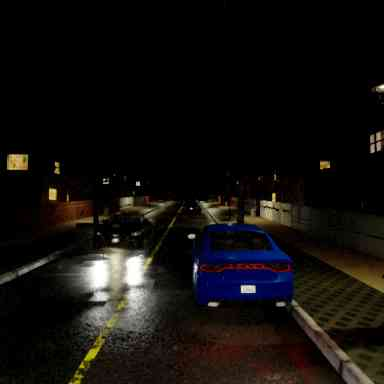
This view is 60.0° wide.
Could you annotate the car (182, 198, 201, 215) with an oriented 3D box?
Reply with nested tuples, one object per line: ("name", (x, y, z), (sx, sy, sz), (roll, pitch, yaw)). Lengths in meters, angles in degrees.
("car", (-0.041, 1.609, 34.765), (1.994, 1.385, 4.181), (0, 0, 1))

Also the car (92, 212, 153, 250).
("car", (-2.793, 1.579, 14.155), (1.994, 1.385, 4.181), (0, 0, 0))

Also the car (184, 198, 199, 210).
("car", (-0.082, 1.565, 44.645), (1.837, 1.490, 4.892), (0, 0, 0))

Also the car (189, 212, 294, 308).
("car", (0.939, 1.487, 8.071), (1.882, 1.535, 5.008), (0, 0, 0))
